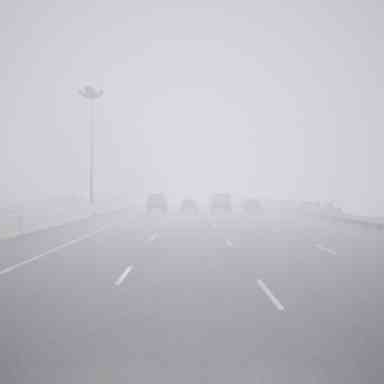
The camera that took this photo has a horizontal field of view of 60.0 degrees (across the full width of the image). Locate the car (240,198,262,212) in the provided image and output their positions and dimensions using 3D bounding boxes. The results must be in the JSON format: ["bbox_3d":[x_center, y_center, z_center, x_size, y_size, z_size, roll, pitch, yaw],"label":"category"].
[{"bbox_3d":[6.664,1.406,37.866,1.837,1.490,4.892,0,1,0],"label":"car"}]

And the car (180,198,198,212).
[{"bbox_3d":[-0.340,1.442,38.637,1.837,1.490,4.892,0,0,0],"label":"car"}]

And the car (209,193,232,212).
[{"bbox_3d":[3.165,1.141,37.211,2.150,2.045,5.566,0,0,0],"label":"car"}]

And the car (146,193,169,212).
[{"bbox_3d":[-3.835,1.178,37.461,2.150,2.045,5.566,0,0,0],"label":"car"}]

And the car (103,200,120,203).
[{"bbox_3d":[-14.687,1.677,63.202,2.128,1.511,4.902,0,-1,0],"label":"car"}]
